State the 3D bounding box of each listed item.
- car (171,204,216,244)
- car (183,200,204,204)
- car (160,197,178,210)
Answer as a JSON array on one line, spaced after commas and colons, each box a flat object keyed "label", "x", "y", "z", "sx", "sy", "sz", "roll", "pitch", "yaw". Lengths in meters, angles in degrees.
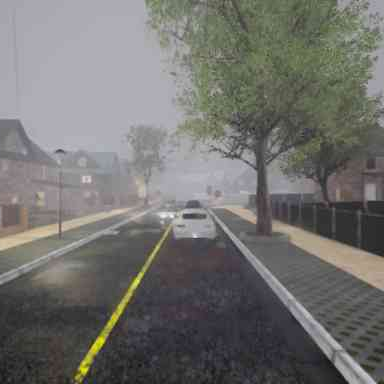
[{"label": "car", "x": 0.107, "y": 1.485, "z": 15.395, "sx": 1.812, "sy": 1.442, "sz": 4.674, "roll": 0, "pitch": 0, "yaw": 0}, {"label": "car", "x": 0.115, "y": 1.440, "z": 31.218, "sx": 1.812, "sy": 1.442, "sz": 4.674, "roll": 0, "pitch": 0, "yaw": 0}, {"label": "car", "x": -2.730, "y": 1.412, "z": 40.351, "sx": 2.128, "sy": 1.511, "sz": 4.902, "roll": 0, "pitch": 0, "yaw": 0}]
